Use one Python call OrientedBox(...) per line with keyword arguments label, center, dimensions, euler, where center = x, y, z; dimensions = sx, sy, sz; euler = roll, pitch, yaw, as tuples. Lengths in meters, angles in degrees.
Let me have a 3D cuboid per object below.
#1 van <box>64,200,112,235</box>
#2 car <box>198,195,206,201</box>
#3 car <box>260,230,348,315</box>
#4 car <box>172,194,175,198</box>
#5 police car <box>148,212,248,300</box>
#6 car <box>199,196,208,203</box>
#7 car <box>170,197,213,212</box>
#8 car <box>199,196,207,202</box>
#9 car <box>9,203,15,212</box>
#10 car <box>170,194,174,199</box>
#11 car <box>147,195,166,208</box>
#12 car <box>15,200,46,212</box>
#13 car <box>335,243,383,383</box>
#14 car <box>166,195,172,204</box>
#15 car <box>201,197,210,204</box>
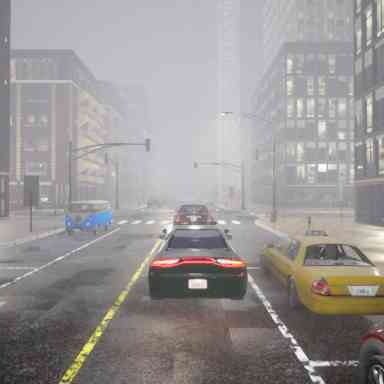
OrientedBox(label="van", center=(-5.656, 1.361, 18.453), dimensions=(1.690, 1.788, 3.998), euler=(1, 0, 0))
OrientedBox(label="car", center=(2.711, 1.720, 90.496), dimensions=(1.967, 1.590, 4.097), euler=(0, 0, 0))
OrientedBox(label="car", center=(2.709, 1.530, 7.575), dimensions=(1.752, 1.417, 4.829), euler=(1, 0, 0))
OrientedBox(label="car", center=(-5.671, 1.659, 79.171), dimensions=(1.967, 1.590, 4.097), euler=(0, 0, 0))
OrientedBox(label="police car", center=(0.104, 1.511, 8.504), dimensions=(2.038, 1.542, 4.974), euler=(0, 0, 0))
OrientedBox(label="car", center=(2.709, 1.745, 79.339), dimensions=(1.752, 1.417, 4.829), euler=(0, 0, 0))
OrientedBox(label="car", center=(0.089, 1.372, 18.614), dimensions=(2.097, 1.767, 4.553), euler=(0, 0, 0))
OrientedBox(label="car", center=(2.710, 1.815, 84.833), dimensions=(1.947, 1.339, 4.313), euler=(0, 0, 0))
OrientedBox(label="car", center=(-19.018, 1.219, 29.487), dimensions=(5.009, 1.841, 2.192), euler=(0, -1, 0))
OrientedBox(label="car", center=(-5.672, 1.773, 73.508), dimensions=(1.802, 1.307, 4.206), euler=(0, 0, 0))
OrientedBox(label="car", center=(-5.673, 1.416, 50.859), dimensions=(2.192, 1.841, 5.009), euler=(0, 0, 0))
OrientedBox(label="car", center=(-19.047, 1.544, 37.863), dimensions=(4.507, 1.381, 1.887), euler=(0, -1, 0))
OrientedBox(label="car", center=(2.707, 1.441, 1.881), dimensions=(1.967, 1.590, 4.097), euler=(1, 0, 0))
OrientedBox(label="car", center=(-5.673, 1.731, 67.845), dimensions=(1.947, 1.339, 4.313), euler=(0, 0, 0))
OrientedBox(label="car", center=(2.707, 1.691, 68.014), dimensions=(1.752, 1.417, 4.829), euler=(0, 0, 0))
